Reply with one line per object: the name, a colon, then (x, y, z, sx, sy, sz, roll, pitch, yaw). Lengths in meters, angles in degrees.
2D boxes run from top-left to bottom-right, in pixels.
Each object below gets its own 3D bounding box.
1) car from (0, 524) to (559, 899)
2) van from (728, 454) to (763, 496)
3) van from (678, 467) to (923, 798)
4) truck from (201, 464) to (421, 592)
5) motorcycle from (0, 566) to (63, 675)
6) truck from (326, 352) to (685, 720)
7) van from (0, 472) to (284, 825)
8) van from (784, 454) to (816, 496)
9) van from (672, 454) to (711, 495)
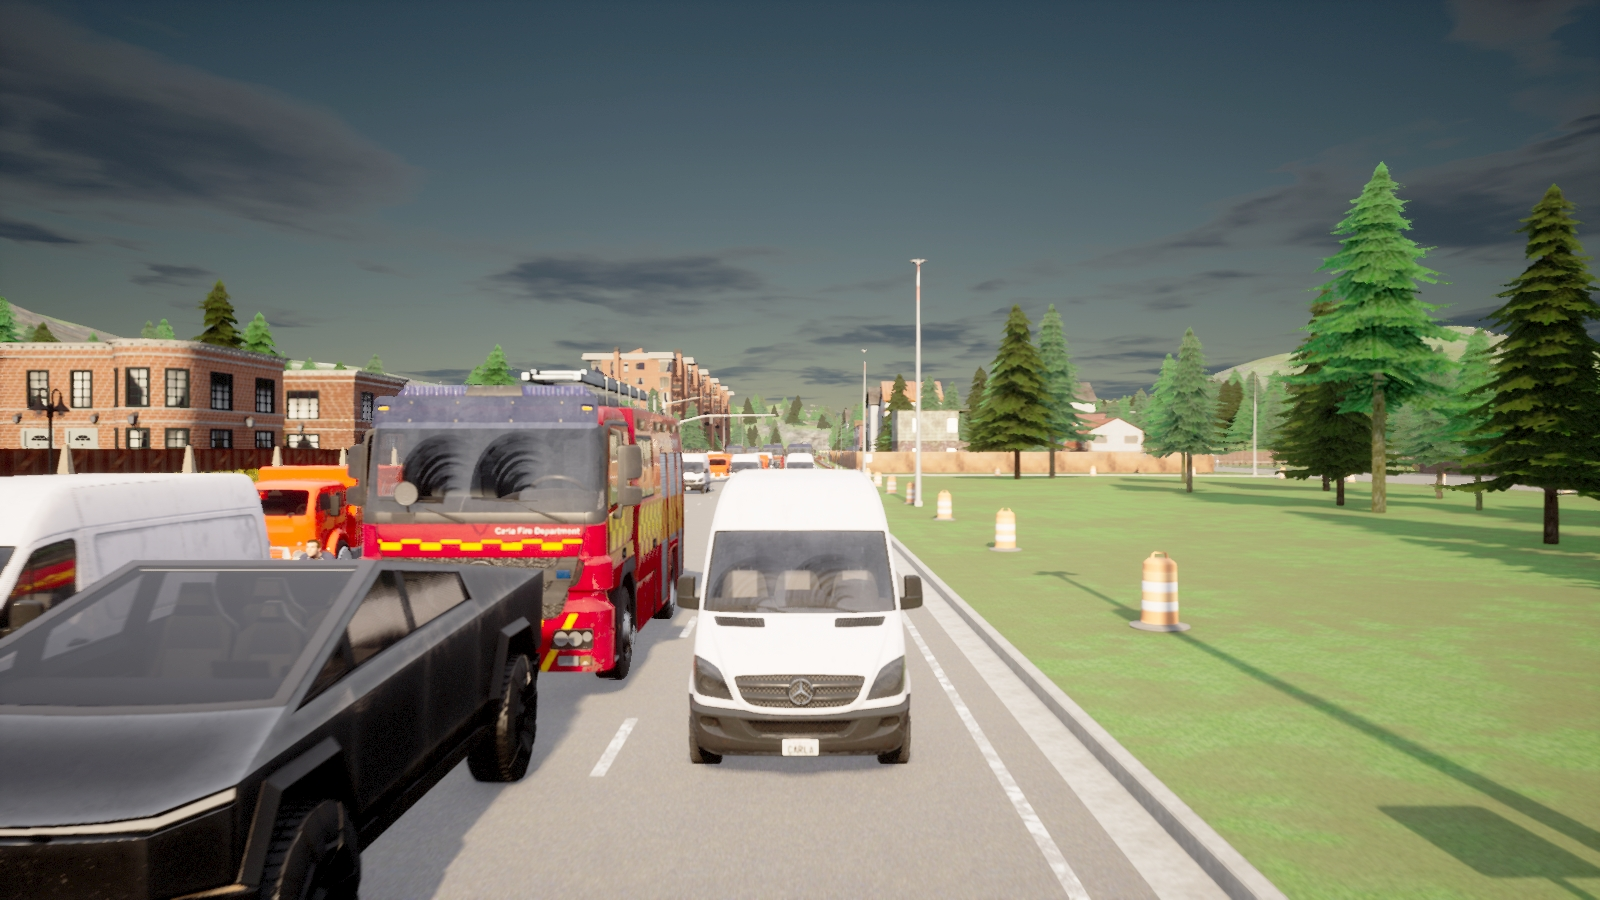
car: (-3.499, 1.754, 7.791, 2.390, 2.098, 6.274, 0, 0, 0)
van: (-3.489, 1.534, 73.616, 1.988, 2.561, 5.915, 0, 0, 0)
van: (0.005, 1.532, 12.261, 1.988, 2.561, 5.915, 0, 0, 0)
truck: (-10.500, 1.568, 25.126, 2.627, 2.467, 5.204, 0, 0, 0)
motorcycle: (-10.499, 2.205, 14.501, 0.867, 1.251, 2.209, 0, 0, 0)
truck: (-3.494, 0.889, 16.134, 2.891, 3.827, 8.468, 0, 0, 0)
van: (-6.995, 1.534, 10.326, 1.988, 2.561, 5.915, 0, 0, 0)
van: (0.013, 1.534, 73.160, 1.988, 2.561, 5.915, 0, 0, 0)
van: (-6.987, 1.534, 74.090, 1.988, 2.561, 5.915, 0, 0, 0)
